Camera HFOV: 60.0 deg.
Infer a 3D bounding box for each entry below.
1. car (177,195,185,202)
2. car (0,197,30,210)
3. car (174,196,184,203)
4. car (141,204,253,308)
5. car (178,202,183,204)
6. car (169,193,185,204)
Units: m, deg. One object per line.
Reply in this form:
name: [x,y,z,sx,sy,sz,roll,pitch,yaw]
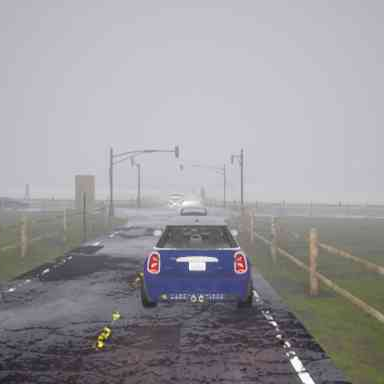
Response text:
car: [-2.701,1.534,80.270,1.812,1.442,4.674,0,0,0]
car: [-20.083,1.209,36.379,4.181,1.385,1.994,1,0,0]
car: [-2.735,1.602,69.928,1.895,1.301,4.718,0,0,0]
car: [0.096,1.351,8.096,2.097,1.767,4.553,0,0,0]
car: [0.091,1.504,17.262,1.837,1.490,4.892,0,0,0]
car: [-2.839,1.225,59.906,2.150,2.045,5.566,0,0,0]
